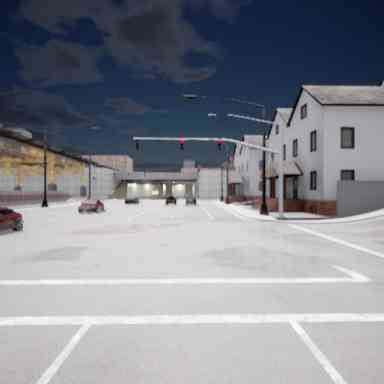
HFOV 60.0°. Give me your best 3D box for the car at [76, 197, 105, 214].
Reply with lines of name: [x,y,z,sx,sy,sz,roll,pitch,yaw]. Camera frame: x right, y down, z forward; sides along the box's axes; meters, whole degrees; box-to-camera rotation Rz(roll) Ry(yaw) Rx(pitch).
car: [-10.681,1.520,35.674,1.812,1.442,4.674,0,0,0]

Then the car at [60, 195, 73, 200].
car: [-31.911,1.280,84.379,1.853,1.218,4.536,0,0,-37]

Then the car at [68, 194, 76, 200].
car: [-31.880,1.438,84.338,2.038,1.542,4.974,0,0,-37]

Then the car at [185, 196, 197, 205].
car: [-0.140,1.479,58.692,2.128,1.511,4.902,0,0,0]

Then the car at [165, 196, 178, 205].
car: [-3.639,1.495,58.683,1.837,1.490,4.892,0,0,0]

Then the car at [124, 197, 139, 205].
car: [-10.704,1.537,59.496,2.033,1.411,5.357,0,0,0]

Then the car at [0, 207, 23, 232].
car: [-10.641,1.523,17.467,1.812,1.442,4.674,0,0,0]

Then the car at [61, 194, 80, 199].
car: [-32.707,1.280,89.657,1.853,1.218,4.536,0,0,28]

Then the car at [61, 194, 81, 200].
car: [-32.682,1.437,89.703,2.038,1.542,4.974,0,0,28]
